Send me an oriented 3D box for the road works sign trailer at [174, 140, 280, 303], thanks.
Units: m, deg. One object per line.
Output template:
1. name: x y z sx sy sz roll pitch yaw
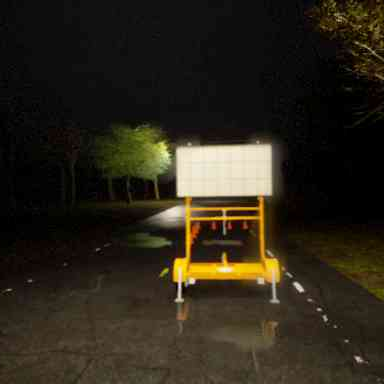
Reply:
1. road works sign trailer: 0.815 0.534 8.410 2.380 3.560 2.880 -1 0 5
